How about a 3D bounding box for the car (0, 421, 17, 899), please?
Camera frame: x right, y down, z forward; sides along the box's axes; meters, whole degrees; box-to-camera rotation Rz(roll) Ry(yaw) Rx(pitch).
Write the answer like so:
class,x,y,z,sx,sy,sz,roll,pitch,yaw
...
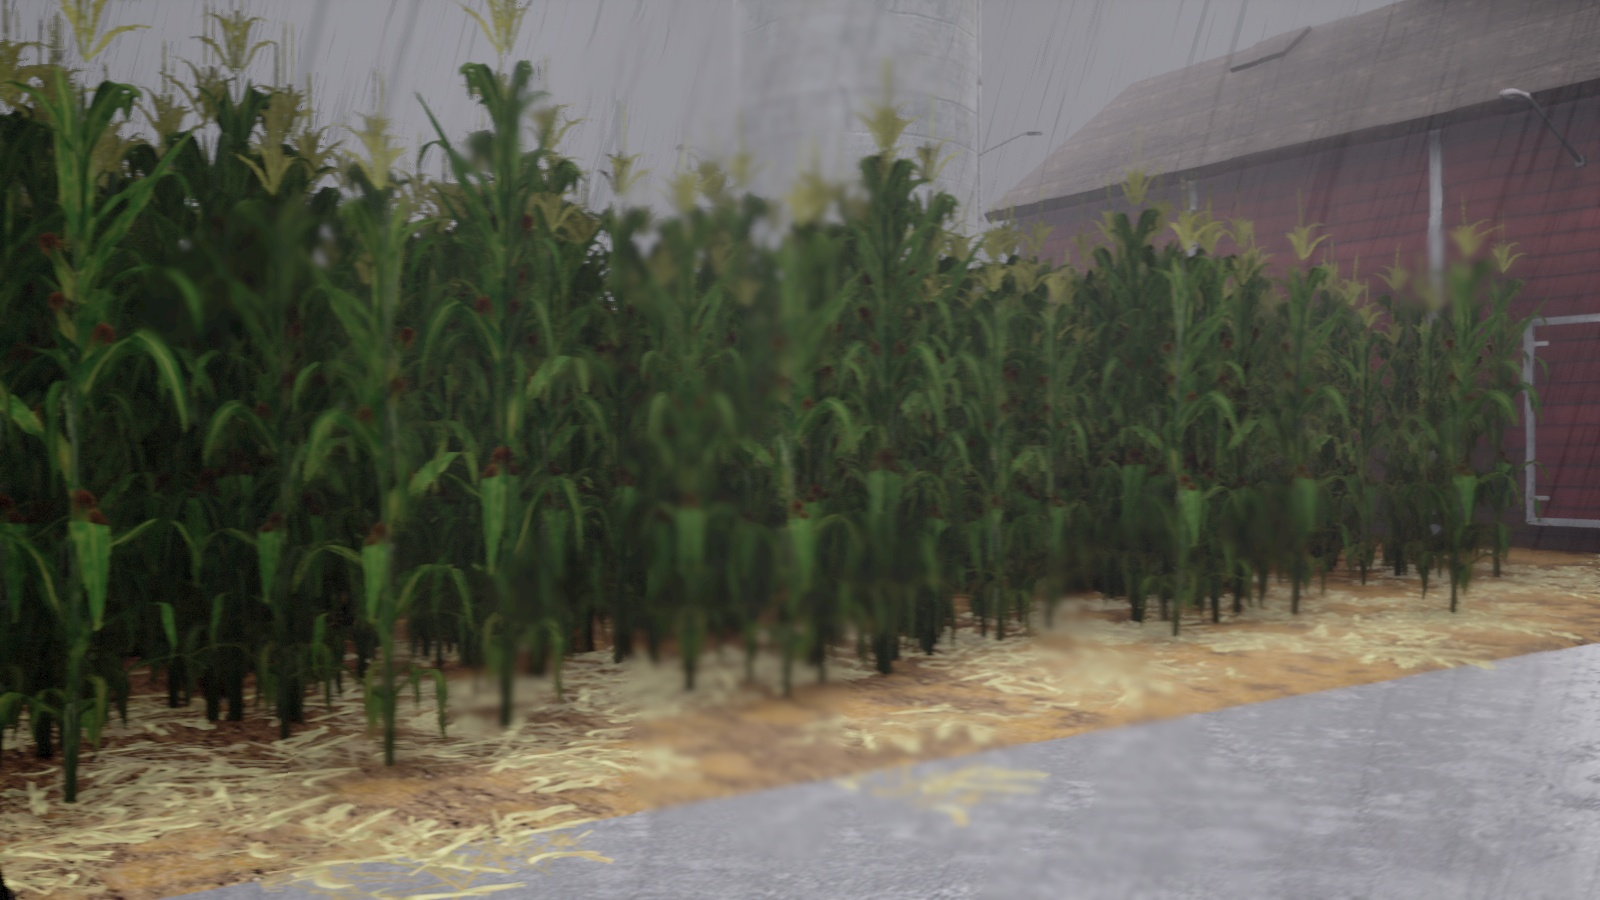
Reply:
class,x,y,z,sx,sy,sz,roll,pitch,yaw
car,-2.939,0.738,1.126,3.705,1.549,1.789,0,0,-35
